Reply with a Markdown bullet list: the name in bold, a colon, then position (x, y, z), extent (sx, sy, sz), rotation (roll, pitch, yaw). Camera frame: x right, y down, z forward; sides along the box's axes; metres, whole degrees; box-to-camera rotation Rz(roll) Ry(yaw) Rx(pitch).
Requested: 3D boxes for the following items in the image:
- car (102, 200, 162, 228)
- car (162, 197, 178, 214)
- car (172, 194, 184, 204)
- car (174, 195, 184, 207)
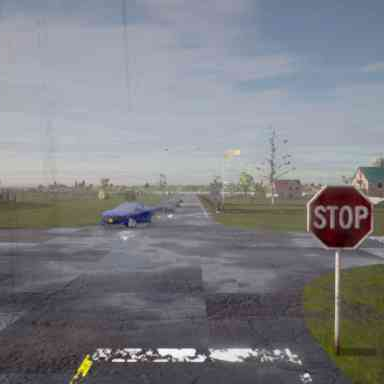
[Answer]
- **car**: position (-4.008, 1.453, 21.923), extent (1.882, 1.535, 5.008), rotation (1, -1, 18)
- **car**: position (-2.807, 1.554, 34.999), extent (1.994, 1.385, 4.181), rotation (0, 0, 0)
- **car**: position (-2.728, 1.333, 64.013), extent (2.097, 1.767, 4.553), rotation (0, 0, 1)
- **car**: position (-2.775, 1.478, 48.771), extent (2.128, 1.511, 4.902), rotation (0, 0, 0)
